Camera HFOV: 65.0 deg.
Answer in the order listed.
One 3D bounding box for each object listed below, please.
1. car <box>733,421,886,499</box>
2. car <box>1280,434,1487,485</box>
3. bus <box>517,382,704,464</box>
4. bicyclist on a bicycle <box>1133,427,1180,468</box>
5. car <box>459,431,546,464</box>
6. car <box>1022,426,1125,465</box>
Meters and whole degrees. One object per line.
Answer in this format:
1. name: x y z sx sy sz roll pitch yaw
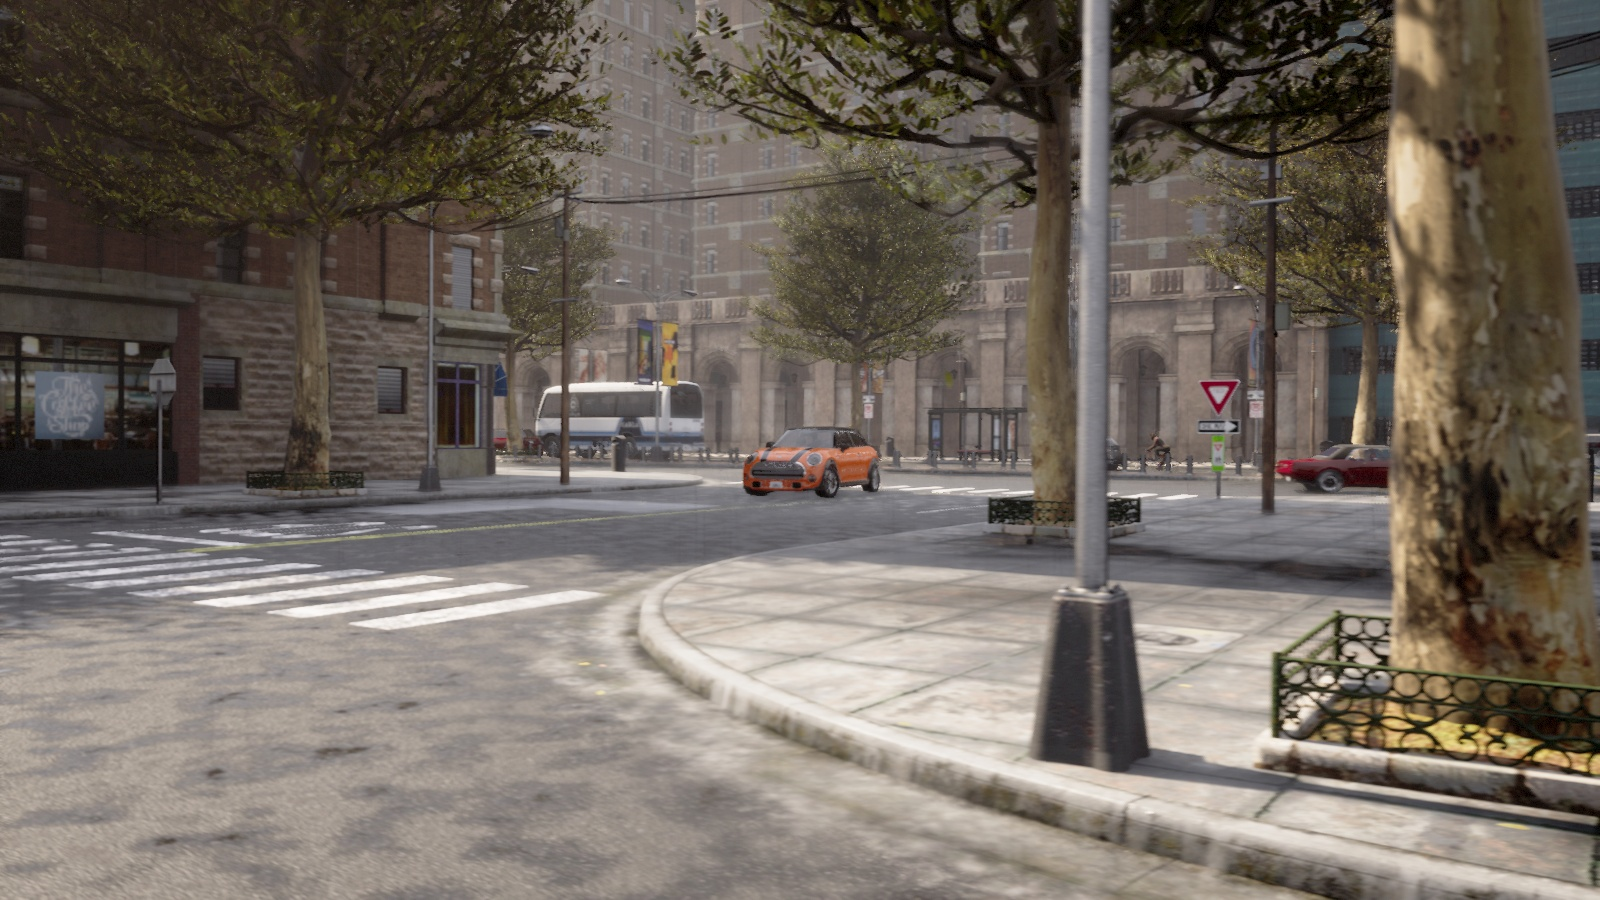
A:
1. car: 0.329 0.194 30.684 2.097 1.767 4.553 0 1 24
2. car: 15.599 0.237 33.825 4.718 1.301 1.895 0 1 9
3. bus: -10.631 -1.428 69.962 10.273 4.253 3.944 0 1 33
4. bicyclist on a bicycle: 14.035 -0.094 49.467 1.656 1.620 0.582 0 1 34
5. car: -16.523 -0.128 69.690 4.553 1.767 2.097 0 1 33
6. car: 11.965 -0.198 55.033 3.988 1.617 1.851 0 1 33
